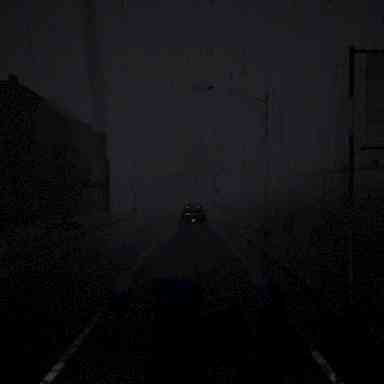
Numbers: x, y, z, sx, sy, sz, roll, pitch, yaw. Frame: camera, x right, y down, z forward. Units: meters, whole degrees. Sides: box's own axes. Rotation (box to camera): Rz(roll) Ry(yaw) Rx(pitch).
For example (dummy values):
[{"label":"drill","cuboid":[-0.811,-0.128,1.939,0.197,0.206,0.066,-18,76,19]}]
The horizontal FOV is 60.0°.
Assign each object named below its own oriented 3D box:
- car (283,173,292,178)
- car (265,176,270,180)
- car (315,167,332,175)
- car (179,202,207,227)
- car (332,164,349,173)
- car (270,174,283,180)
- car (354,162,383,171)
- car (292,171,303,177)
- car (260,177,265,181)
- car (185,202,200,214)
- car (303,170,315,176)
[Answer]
[{"label":"car","cuboid":[21.739,-3.376,70.425,2.231,1.521,4.892,0,0,-1]},{"label":"car","cuboid":[21.383,-3.375,86.856,2.002,1.452,4.674,0,0,-1]},{"label":"car","cuboid":[22.451,-3.257,53.827,2.097,1.535,5.008,0,1,-4]},{"label":"car","cuboid":[0.103,1.720,24.720,2.128,1.511,4.902,0,-1,0]},{"label":"car","cuboid":[22.919,-3.334,48.322,2.185,1.767,4.553,0,1,-5]},{"label":"car","cuboid":[21.502,-3.529,81.364,2.185,1.767,4.553,0,0,-1]},{"label":"car","cuboid":[23.539,-3.128,42.629,2.163,1.488,4.792,0,0,-6]},{"label":"car","cuboid":[21.867,-3.350,64.907,2.231,1.521,4.892,0,0,-1]},{"label":"car","cuboid":[21.260,-3.553,92.531,2.185,1.767,4.553,0,0,-1]},{"label":"car","cuboid":[0.089,1.966,41.754,1.812,1.442,4.674,0,-1,0]},{"label":"car","cuboid":[22.100,-3.266,59.364,2.002,1.452,4.674,0,0,-2]}]
